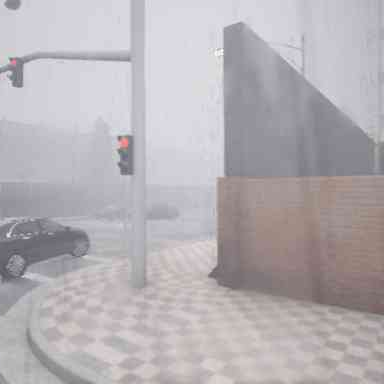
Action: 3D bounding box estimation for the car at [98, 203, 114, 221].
[{"bbox_3d":[-6.017,1.619,28.009,2.033,1.411,5.357,0,0,36],"label":"car"}]

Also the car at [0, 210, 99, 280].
[{"bbox_3d":[-5.059,1.519,10.151,1.837,1.490,4.892,-4,-1,15],"label":"car"}]

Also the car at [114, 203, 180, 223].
[{"bbox_3d":[-3.177,1.598,25.962,2.033,1.411,5.357,0,0,36],"label":"car"}]
